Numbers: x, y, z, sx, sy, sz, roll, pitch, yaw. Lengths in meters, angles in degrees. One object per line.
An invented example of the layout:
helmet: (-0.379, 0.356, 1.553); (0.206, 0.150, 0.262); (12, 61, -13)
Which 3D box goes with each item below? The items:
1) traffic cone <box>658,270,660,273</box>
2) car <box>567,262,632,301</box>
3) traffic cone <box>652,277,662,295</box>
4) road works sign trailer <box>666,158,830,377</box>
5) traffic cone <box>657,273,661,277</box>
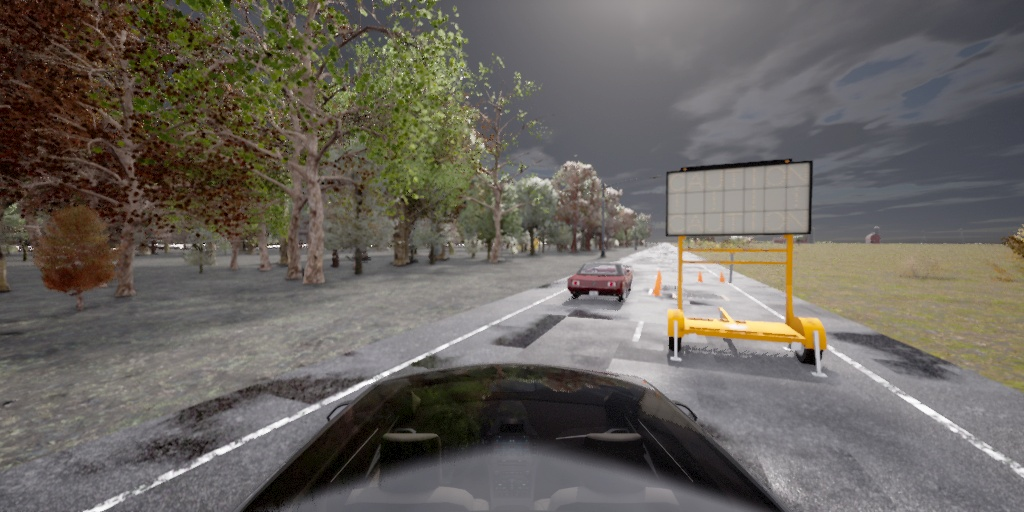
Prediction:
traffic cone: (7.294, 1.105, 17.855); (0.340, 0.580, 0.340); (0, 0, 23)
car: (3.655, 0.899, 14.199); (1.895, 1.301, 4.718); (0, 2, 23)
traffic cone: (5.721, 1.241, 14.180); (0.340, 0.580, 0.340); (0, 0, 23)
road works sign trailer: (4.344, -0.001, 7.161); (2.380, 3.560, 2.880); (0, 0, 23)
traffic cone: (6.508, 1.173, 16.017); (0.340, 0.580, 0.340); (0, 0, 23)
